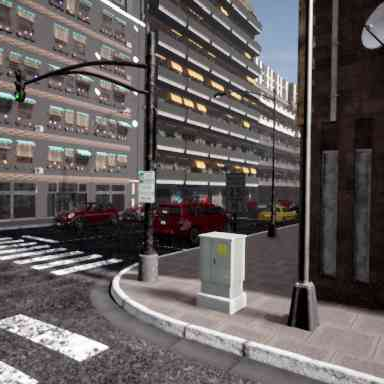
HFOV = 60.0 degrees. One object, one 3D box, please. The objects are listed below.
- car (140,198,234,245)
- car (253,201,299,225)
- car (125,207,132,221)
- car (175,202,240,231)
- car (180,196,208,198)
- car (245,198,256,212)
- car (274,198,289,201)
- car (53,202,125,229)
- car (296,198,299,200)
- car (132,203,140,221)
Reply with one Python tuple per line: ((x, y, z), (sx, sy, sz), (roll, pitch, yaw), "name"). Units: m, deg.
((0.146, 1.411, 16.315), (2.192, 1.841, 5.009), (1, 1, 36), "car")
((6.690, 1.644, 25.481), (1.752, 1.417, 4.829), (1, 1, 36), "car")
((-3.450, 1.390, 25.699), (1.967, 1.590, 4.097), (1, 1, 36), "car")
((1.177, 1.540, 22.389), (1.882, 1.535, 5.008), (1, 0, 36), "car")
((-0.225, 1.277, 30.210), (2.192, 1.841, 5.009), (1, 1, 36), "car")
((6.217, 1.426, 39.233), (1.967, 1.590, 4.097), (1, 1, 36), "car")
((10.824, 1.524, 41.181), (1.882, 1.535, 5.008), (1, 1, 36), "car")
((-6.672, 1.379, 21.188), (1.967, 1.590, 4.097), (1, 1, 36), "car")
((19.103, 1.601, 57.278), (1.887, 1.381, 4.507), (1, 0, 36), "car")
((-1.712, 1.598, 23.680), (1.895, 1.301, 4.718), (1, 1, 36), "car")
